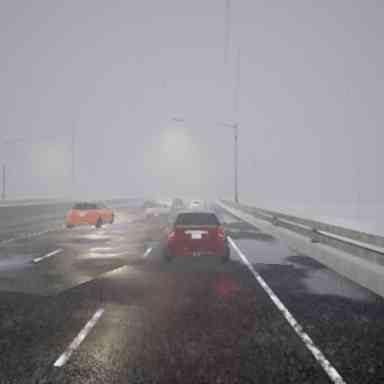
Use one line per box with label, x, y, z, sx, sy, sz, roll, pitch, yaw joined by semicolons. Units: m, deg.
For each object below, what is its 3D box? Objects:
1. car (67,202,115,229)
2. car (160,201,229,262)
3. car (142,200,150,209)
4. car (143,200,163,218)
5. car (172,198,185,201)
car;-6.737;1.448;22.609;2.097;1.767;4.553;0;0;1
car;0.156;1.402;12.470;2.097;1.767;4.553;0;0;0
car;-6.166;1.801;49.460;1.994;1.385;4.181;0;0;2
car;-3.097;1.743;31.660;1.895;1.301;4.718;0;0;1
car;-2.407;1.788;57.616;1.837;1.490;4.892;0;-1;2
